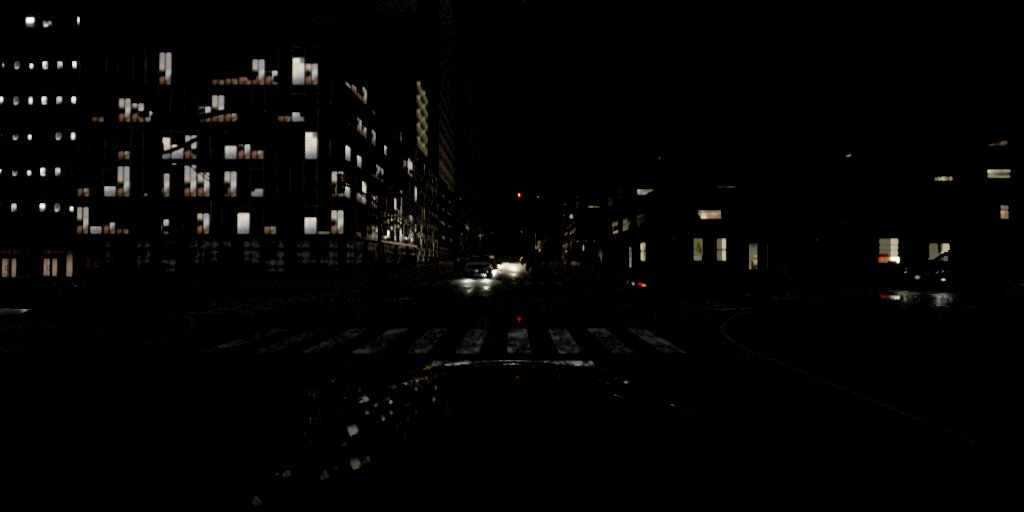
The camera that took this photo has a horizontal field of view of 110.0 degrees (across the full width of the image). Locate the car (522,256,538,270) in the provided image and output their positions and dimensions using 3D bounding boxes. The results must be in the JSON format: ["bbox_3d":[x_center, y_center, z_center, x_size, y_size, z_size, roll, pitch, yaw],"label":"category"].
[{"bbox_3d":[2.803,0.959,46.344,2.192,1.841,5.009,0,0,0],"label":"car"}]

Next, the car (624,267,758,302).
[{"bbox_3d":[7.731,1.180,15.736,5.357,1.411,2.033,-2,-1,-7],"label":"car"}]

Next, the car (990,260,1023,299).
[{"bbox_3d":[20.717,0.967,12.746,4.829,1.417,1.751,0,0,1],"label":"car"}]

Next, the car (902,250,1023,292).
[{"bbox_3d":[23.730,0.722,18.517,5.566,2.045,2.150,-1,-1,1],"label":"car"}]

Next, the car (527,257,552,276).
[{"bbox_3d":[2.774,1.111,34.996,1.967,1.591,4.097,0,0,0],"label":"car"}]

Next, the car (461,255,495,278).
[{"bbox_3d":[-3.019,0.895,33.425,2.150,2.045,5.566,0,0,0],"label":"car"}]

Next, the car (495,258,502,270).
[{"bbox_3d":[-2.968,1.129,49.761,2.128,1.511,4.902,0,0,0],"label":"car"}]

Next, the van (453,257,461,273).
[{"bbox_3d":[-5.593,0.999,40.652,1.690,1.789,3.998,0,0,0],"label":"van"}]

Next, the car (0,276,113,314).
[{"bbox_3d":[-17.391,1.384,13.207,4.207,1.307,1.802,0,0,1],"label":"car"}]
